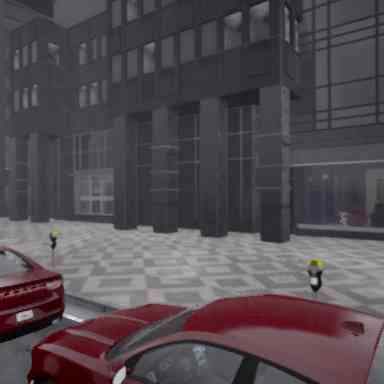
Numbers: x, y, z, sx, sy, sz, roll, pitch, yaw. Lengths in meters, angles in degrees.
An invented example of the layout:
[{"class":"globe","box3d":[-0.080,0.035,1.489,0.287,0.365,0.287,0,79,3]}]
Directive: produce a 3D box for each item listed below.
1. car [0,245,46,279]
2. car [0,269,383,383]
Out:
[{"class":"car","box3d":[-4.123,1.591,5.901,4.507,1.381,1.887,0,0,35]},{"class":"car","box3d":[0.466,1.552,2.629,4.507,1.381,1.887,0,0,35]}]
